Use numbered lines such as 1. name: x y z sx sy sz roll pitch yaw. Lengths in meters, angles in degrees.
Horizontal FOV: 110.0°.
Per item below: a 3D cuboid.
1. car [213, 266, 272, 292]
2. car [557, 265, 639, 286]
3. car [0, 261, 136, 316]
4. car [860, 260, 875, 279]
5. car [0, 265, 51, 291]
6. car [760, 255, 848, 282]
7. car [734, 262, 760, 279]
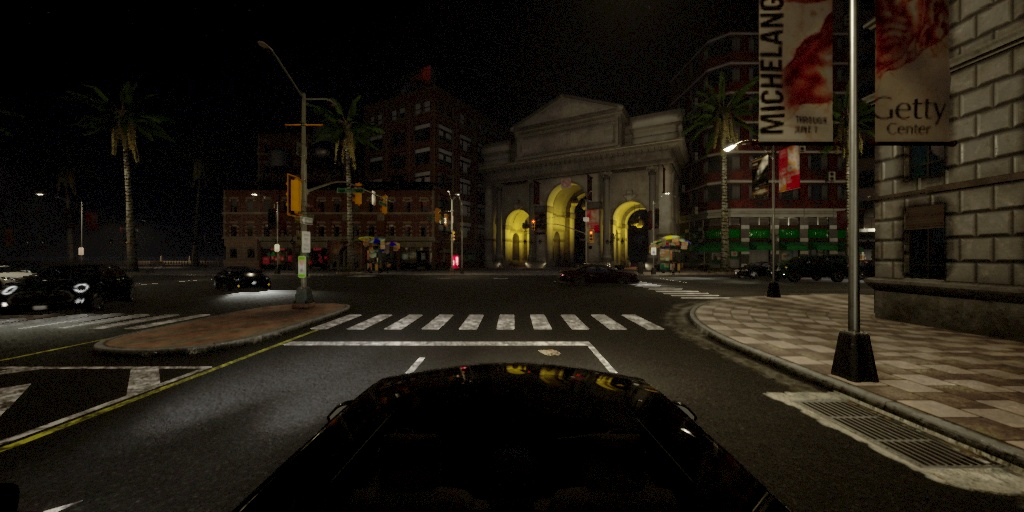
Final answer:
1. car: -15.925 1.314 21.175 4.181 1.385 1.994 0 0 38
2. car: 5.839 1.297 24.671 5.357 1.411 2.033 0 0 0
3. car: -16.530 1.102 13.640 2.097 1.767 4.553 0 0 -30
4. car: 31.281 1.102 31.588 4.553 1.767 2.097 0 0 2
5. car: -30.921 1.276 21.356 4.674 1.442 1.812 0 0 1
6. car: 23.281 0.971 28.255 5.566 2.045 2.150 0 0 0
7. car: 22.305 1.242 31.751 4.902 1.511 2.128 0 0 0
